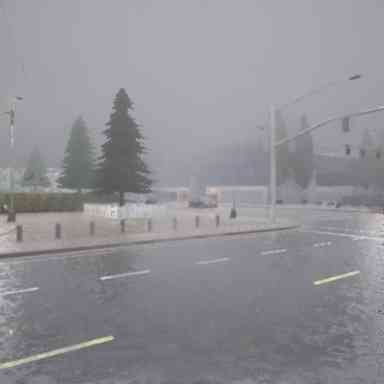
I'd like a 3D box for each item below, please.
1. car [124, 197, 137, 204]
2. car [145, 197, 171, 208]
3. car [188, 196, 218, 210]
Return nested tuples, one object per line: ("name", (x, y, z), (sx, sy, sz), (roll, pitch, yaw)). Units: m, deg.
("car", (-12.398, 1.565, 63.567), (2.033, 1.411, 5.357), (0, 0, -35))
("car", (-4.817, 1.506, 46.783), (2.128, 1.511, 4.902), (0, 0, -35))
("car", (1.380, 1.368, 44.127), (2.097, 1.767, 4.553), (0, 0, -36))
